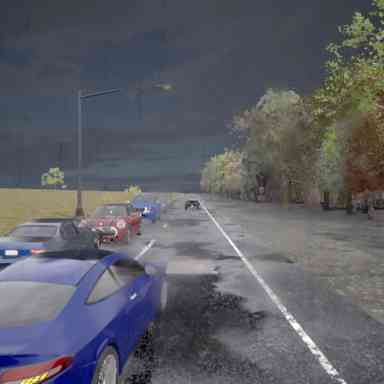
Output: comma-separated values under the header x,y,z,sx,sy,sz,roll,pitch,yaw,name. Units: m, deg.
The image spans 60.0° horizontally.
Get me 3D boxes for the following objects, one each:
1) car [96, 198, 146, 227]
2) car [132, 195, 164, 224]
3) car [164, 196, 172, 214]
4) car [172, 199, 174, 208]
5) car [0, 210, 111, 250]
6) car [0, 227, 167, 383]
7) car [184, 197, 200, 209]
x,y,z,sx,sy,sz,roll,pitch,yaw,name
-3.692,1.354,15.601,2.097,1.767,4.553,0,0,1,car
-3.623,1.223,25.251,2.150,2.045,5.566,0,0,-1,car
-3.620,1.351,35.256,2.097,1.767,4.553,0,0,0,car
-3.627,1.347,45.262,2.097,1.767,4.553,0,0,0,car
-4.423,1.549,10.745,2.033,1.411,5.357,0,0,1,car
-1.587,1.526,4.676,1.812,1.442,4.674,0,0,7,car
0.027,1.501,44.337,1.837,1.490,4.892,0,0,0,car
